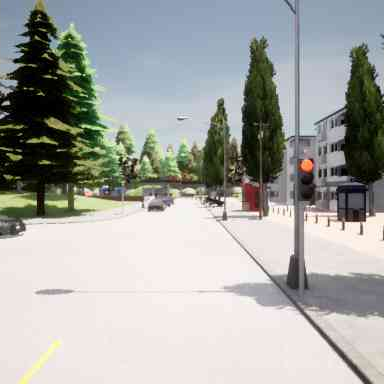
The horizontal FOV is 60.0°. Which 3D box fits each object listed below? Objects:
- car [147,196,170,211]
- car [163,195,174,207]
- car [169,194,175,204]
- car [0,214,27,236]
[{"bbox_3d":[-4.171,1.547,40.123,2.033,1.411,5.357,0,0,0],"label":"car"},{"bbox_3d":[-4.174,1.564,50.061,1.994,1.385,4.181,0,0,0],"label":"car"},{"bbox_3d":[-4.146,1.505,60.053,1.837,1.490,4.892,0,0,0],"label":"car"},{"bbox_3d":[-10.575,1.564,16.543,4.181,1.385,1.994,0,0,3],"label":"car"}]
